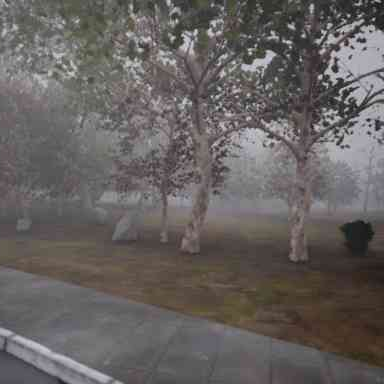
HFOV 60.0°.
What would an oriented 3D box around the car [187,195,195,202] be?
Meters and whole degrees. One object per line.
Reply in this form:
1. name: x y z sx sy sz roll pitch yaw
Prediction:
1. car: 1.207 1.827 92.436 2.435 2.045 5.566 6 1 43
